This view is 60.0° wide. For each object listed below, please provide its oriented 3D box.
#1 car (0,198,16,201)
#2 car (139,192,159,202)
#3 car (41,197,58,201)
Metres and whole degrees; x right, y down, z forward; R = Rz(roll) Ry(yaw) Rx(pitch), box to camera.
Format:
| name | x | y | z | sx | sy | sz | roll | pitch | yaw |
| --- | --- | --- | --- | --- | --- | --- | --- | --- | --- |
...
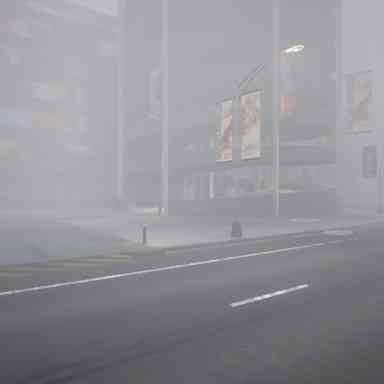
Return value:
| name | x | y | z | sx | sy | sz | roll | pitch | yaw |
| --- | --- | --- | --- | --- | --- | --- | --- | --- | --- |
| car | -22.264 | 1.318 | 40.231 | 2.002 | 1.452 | 4.674 | 0 | 0 | -36 |
| car | -8.572 | 1.027 | 65.660 | 2.435 | 2.045 | 5.566 | 0 | 0 | -36 |
| car | -23.088 | 1.461 | 54.163 | 1.895 | 1.301 | 4.718 | 0 | 0 | -36 |
